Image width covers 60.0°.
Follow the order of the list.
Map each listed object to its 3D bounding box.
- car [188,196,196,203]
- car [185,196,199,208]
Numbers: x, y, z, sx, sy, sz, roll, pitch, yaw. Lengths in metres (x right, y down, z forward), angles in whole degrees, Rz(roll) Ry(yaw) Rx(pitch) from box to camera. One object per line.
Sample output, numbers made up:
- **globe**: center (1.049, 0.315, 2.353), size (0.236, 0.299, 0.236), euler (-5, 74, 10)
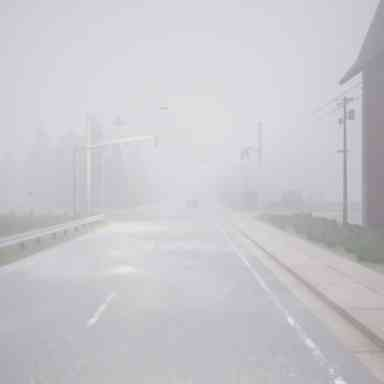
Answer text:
- **car**: center (0.013, 1.659, 74.920), size (1.837, 1.490, 4.892), euler (0, 0, 0)
- **car**: center (0.008, 1.603, 49.913), size (2.128, 1.511, 4.902), euler (0, 0, 0)
